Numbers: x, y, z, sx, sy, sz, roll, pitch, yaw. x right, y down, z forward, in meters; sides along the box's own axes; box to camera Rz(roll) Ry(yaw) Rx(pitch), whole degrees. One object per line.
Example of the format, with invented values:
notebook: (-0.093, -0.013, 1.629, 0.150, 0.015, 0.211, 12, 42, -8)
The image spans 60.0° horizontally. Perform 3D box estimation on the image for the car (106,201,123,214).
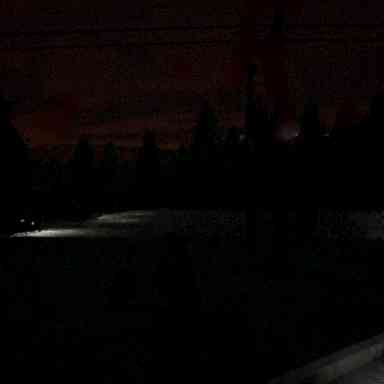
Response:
car: (-9.146, 1.314, 31.728, 5.008, 1.535, 1.882, 0, 0, 1)

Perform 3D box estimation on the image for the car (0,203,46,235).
car: (-10.463, 1.491, 17.757, 4.181, 1.385, 1.994, 0, 0, 1)

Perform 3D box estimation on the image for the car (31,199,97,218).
car: (-10.765, 1.368, 28.267, 4.892, 1.490, 1.837, 0, 0, 1)

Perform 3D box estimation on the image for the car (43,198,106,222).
car: (-9.323, 1.358, 24.731, 5.008, 1.535, 1.882, 0, 0, 1)
